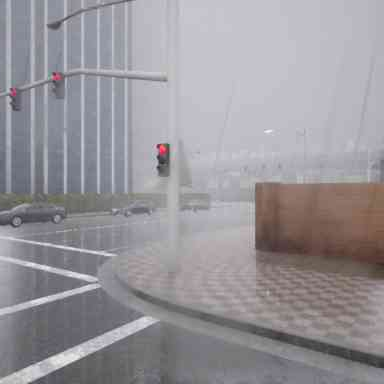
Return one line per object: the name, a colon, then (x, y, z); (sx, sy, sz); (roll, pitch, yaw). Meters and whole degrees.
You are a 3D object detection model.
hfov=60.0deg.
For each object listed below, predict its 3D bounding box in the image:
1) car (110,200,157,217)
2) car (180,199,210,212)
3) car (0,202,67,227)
car: (-5.377, 1.491, 31.016); (2.128, 1.511, 4.902); (0, 0, 35)
car: (0.398, 1.564, 39.121); (1.994, 1.385, 4.181); (0, 0, 35)
car: (-11.085, 1.505, 22.986); (1.837, 1.490, 4.892); (0, 0, 35)
